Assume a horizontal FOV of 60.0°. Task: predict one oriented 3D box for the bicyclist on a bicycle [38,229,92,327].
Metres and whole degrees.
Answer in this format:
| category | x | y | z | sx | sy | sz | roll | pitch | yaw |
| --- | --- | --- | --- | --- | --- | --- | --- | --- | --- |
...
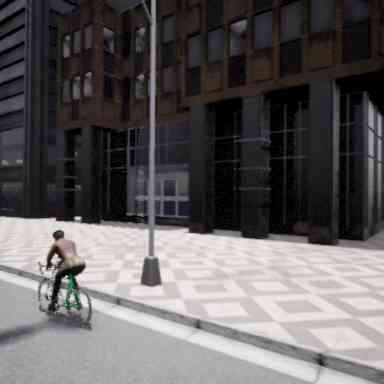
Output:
| category | x | y | z | sx | sy | sz | roll | pitch | yaw |
| --- | --- | --- | --- | --- | --- | --- | --- | --- | --- |
| bicyclist on a bicycle | -2.326 | 1.508 | 5.997 | 1.656 | 1.620 | 0.582 | 0 | -1 | 37 |
